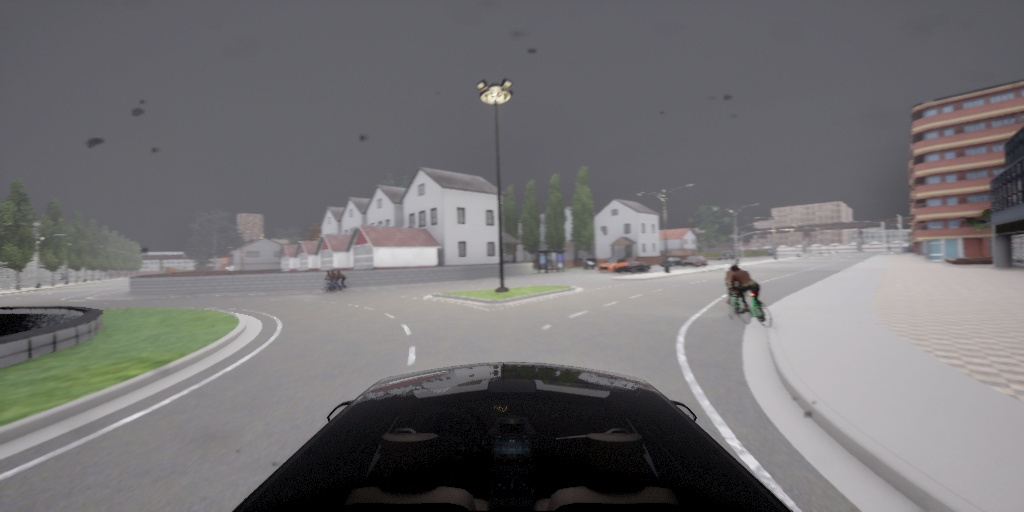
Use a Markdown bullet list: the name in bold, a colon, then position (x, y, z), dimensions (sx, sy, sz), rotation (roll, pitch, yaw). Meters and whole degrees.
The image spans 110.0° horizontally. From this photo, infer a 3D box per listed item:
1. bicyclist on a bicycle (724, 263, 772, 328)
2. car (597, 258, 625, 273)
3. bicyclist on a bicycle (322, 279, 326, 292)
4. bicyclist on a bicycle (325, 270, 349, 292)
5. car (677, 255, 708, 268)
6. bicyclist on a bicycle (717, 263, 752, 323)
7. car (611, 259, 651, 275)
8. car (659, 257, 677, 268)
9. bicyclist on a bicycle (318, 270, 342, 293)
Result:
- **bicyclist on a bicycle**: position (6.030, 1.011, 9.212), dimensions (0.582, 1.620, 1.656), rotation (-15, -7, 7)
- **car**: position (11.956, 1.071, 42.068), dimensions (4.553, 1.767, 2.097), rotation (-2, -1, -43)
- **bicyclist on a bicycle**: position (-13.417, 1.912, 27.078), dimensions (0.582, 1.620, 1.656), rotation (-2, -1, 20)
- **bicyclist on a bicycle**: position (-12.915, 1.894, 26.995), dimensions (0.582, 1.620, 1.656), rotation (-2, 0, 21)
- **car**: position (25.257, 0.682, 49.710), dimensions (4.553, 1.767, 2.097), rotation (-1, -1, -43)
- **bicyclist on a bicycle**: position (6.759, 1.055, 10.876), dimensions (0.582, 1.620, 1.656), rotation (-2, -1, 41)
- **car**: position (12.900, 1.250, 38.165), dimensions (4.718, 1.301, 1.895), rotation (-1, -1, -43)
- **car**: position (23.464, 0.899, 52.809), dimensions (5.008, 1.535, 1.882), rotation (-2, -1, -43)
- **bicyclist on a bicycle**: position (-13.853, 1.930, 27.342), dimensions (0.582, 1.620, 1.656), rotation (-2, 0, 19)
